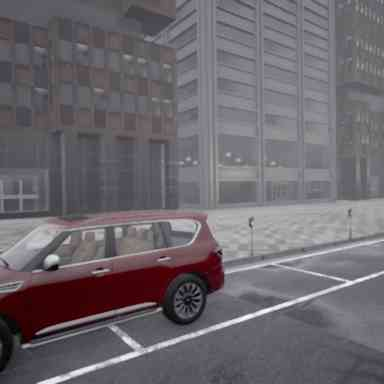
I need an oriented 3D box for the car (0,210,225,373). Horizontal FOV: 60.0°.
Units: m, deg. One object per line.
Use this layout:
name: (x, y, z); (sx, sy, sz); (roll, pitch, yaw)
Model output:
car: (-1.709, 1.288, 5.436); (5.009, 1.841, 2.192); (-1, 0, -36)
